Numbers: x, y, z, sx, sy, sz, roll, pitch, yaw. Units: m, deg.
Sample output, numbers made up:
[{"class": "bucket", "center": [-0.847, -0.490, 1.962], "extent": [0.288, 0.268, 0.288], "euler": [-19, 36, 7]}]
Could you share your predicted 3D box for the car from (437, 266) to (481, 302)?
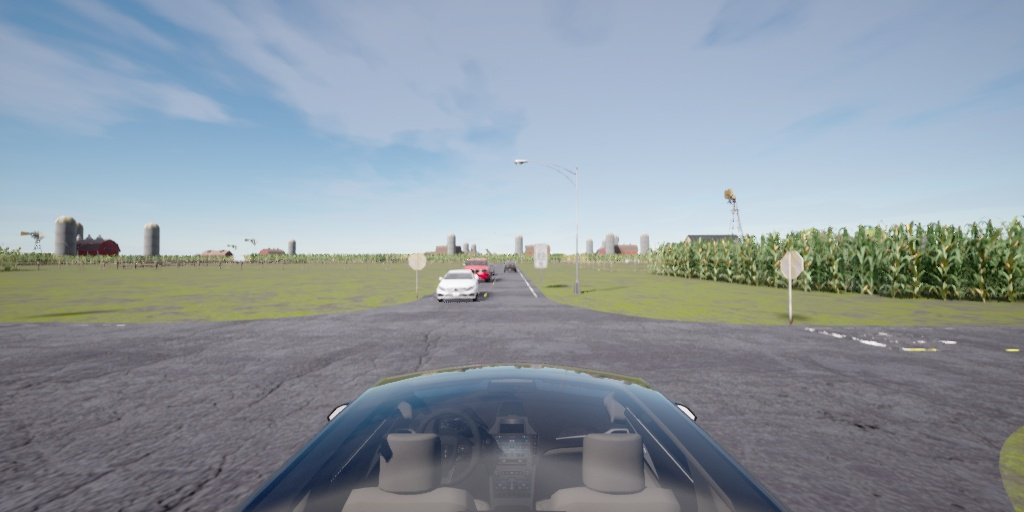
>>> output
[{"class": "car", "center": [-2.667, 1.443, 18.258], "extent": [1.812, 1.442, 4.674], "euler": [0, 0, -4]}]

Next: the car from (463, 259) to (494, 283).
[{"class": "car", "center": [-3.002, 1.242, 31.301], "extent": [2.150, 2.045, 5.566], "euler": [0, -1, -1]}]

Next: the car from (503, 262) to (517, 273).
[{"class": "car", "center": [-0.268, 1.659, 52.766], "extent": [1.837, 1.490, 4.892], "euler": [0, 0, 0]}]
